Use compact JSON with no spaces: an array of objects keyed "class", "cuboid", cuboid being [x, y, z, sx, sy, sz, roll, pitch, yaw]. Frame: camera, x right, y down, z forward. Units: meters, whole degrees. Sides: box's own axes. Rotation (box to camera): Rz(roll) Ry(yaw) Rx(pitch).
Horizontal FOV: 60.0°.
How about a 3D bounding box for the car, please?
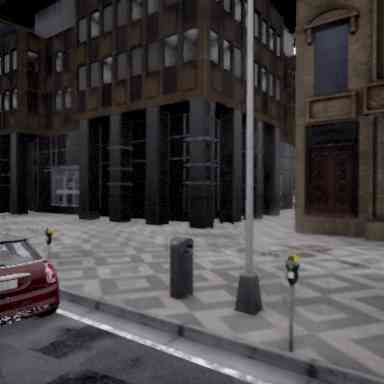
[{"class":"car","cuboid":[-4.351,1.439,6.177,4.097,1.590,1.967,0,0,36]}]
